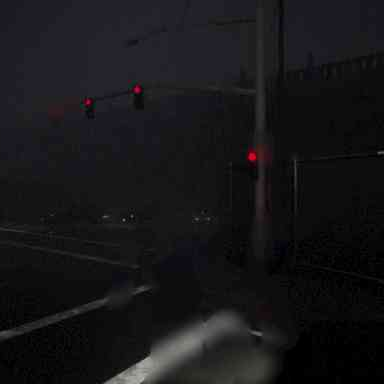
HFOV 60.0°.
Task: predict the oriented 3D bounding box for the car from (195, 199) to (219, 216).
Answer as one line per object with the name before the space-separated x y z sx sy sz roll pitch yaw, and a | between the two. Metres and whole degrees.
car | 2.527 1.603 33.997 2.033 1.411 5.357 0 0 35

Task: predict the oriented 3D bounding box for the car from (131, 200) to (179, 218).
car | -3.421 1.581 31.659 1.812 1.442 4.674 0 0 36

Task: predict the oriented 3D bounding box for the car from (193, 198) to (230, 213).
car | 2.357 1.547 39.798 2.128 1.511 4.902 0 0 35

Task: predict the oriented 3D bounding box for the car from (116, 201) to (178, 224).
car | -3.306 1.603 25.785 2.033 1.411 5.357 0 0 35

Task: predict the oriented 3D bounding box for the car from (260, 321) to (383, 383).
car | 3.041 1.547 1.799 5.357 1.411 2.033 0 0 36

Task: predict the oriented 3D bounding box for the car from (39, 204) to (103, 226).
car | -8.708 1.581 24.258 1.812 1.442 4.674 0 0 37
